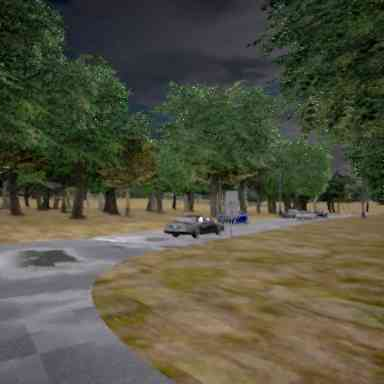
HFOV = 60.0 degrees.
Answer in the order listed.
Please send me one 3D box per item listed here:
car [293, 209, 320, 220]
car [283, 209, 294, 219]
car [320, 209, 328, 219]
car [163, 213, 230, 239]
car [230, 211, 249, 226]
[{"bbox_3d":[16.731,3.445,48.520,1.895,1.301,4.718,-1,-3,32],"label":"car"},{"bbox_3d":[15.918,3.520,52.968,1.837,1.490,4.892,-1,-3,32],"label":"car"},{"bbox_3d":[22.009,3.776,57.044,1.837,1.490,4.892,-1,-3,32],"label":"car"},{"bbox_3d":[0.280,2.256,22.239,2.033,1.411,5.357,-1,-2,32],"label":"car"},{"bbox_3d":[4.301,2.644,34.530,1.882,1.535,5.008,-1,-2,32],"label":"car"}]
